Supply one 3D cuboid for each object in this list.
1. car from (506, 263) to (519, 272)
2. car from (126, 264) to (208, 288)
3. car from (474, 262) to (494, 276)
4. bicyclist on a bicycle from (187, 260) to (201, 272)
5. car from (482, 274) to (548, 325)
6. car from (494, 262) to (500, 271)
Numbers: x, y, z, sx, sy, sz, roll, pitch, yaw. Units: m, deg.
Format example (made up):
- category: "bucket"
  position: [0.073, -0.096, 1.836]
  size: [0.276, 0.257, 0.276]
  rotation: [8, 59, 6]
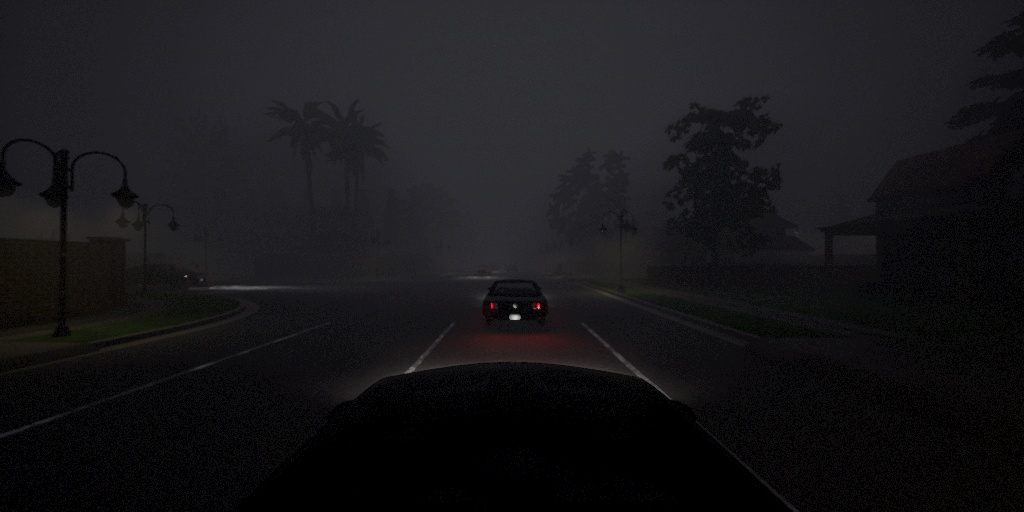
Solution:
- category: "car"
  position: [0.082, 1.895, 58.483]
  size: [1.812, 1.442, 4.674]
  rotation: [0, -1, 0]
- category: "car"
  position: [-23.195, 1.311, 23.983]
  size: [4.902, 1.511, 2.128]
  rotation: [0, -1, 1]
- category: "car"
  position: [-3.600, 1.700, 45.010]
  size: [1.882, 1.535, 5.008]
  rotation: [0, -1, 0]
- category: "bicyclist on a bicycle"
  position: [-30.595, 1.191, 34.457]
  size: [0.582, 1.620, 1.656]
  rotation: [0, 0, 0]
- category: "car"
  position: [0.095, 1.467, 12.333]
  size: [1.895, 1.301, 4.718]
  rotation: [0, -1, 0]
- category: "car"
  position: [-3.570, 1.922, 63.022]
  size: [1.837, 1.490, 4.892]
  rotation: [0, 0, 0]
